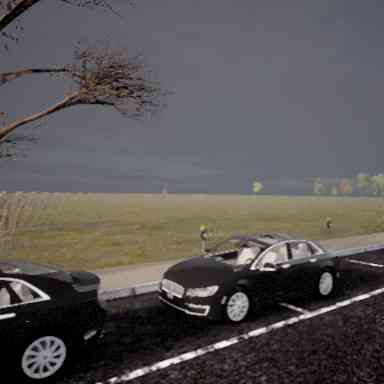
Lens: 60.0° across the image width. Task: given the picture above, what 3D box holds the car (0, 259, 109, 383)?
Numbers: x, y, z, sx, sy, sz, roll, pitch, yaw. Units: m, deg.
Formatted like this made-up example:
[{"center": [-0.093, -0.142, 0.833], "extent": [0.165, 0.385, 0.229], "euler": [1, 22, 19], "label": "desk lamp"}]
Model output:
[{"center": [-3.195, 1.547, 3.810], "extent": [4.403, 1.369, 2.008], "euler": [1, 0, -35], "label": "car"}]

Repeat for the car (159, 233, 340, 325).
[{"center": [1.408, 1.596, 7.093], "extent": [4.403, 1.369, 2.008], "euler": [1, 0, -35], "label": "car"}]
